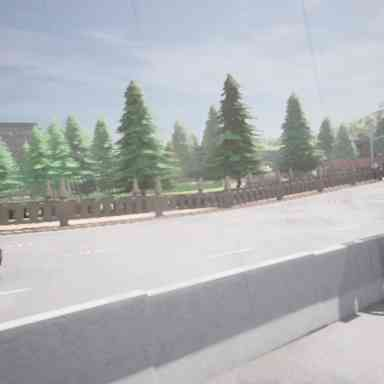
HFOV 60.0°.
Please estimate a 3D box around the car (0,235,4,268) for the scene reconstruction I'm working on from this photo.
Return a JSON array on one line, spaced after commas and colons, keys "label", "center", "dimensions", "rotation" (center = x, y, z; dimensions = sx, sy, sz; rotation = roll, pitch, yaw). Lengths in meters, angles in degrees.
[{"label": "car", "center": [-7.078, 1.521, 7.541], "dimensions": [4.892, 1.490, 1.837], "rotation": [0, 0, -35]}]
